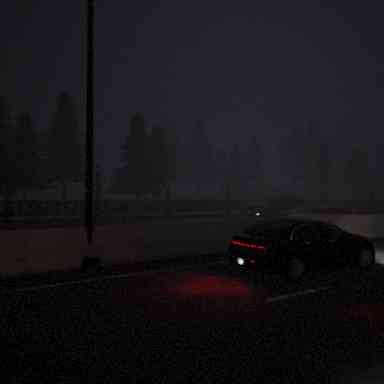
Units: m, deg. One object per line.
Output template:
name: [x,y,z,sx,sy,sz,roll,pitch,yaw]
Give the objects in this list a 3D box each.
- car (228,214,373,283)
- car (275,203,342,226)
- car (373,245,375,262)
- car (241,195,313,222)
car: [3.326,1.532,9.726,4.892,1.490,1.837,0,0,-31]
car: [8.507,1.598,24.263,4.674,1.442,1.812,0,0,-23]
car: [6.297,1.610,7.379,4.181,1.385,1.994,0,0,-29]
car: [7.010,1.286,27.449,5.566,2.045,2.150,0,0,-24]
